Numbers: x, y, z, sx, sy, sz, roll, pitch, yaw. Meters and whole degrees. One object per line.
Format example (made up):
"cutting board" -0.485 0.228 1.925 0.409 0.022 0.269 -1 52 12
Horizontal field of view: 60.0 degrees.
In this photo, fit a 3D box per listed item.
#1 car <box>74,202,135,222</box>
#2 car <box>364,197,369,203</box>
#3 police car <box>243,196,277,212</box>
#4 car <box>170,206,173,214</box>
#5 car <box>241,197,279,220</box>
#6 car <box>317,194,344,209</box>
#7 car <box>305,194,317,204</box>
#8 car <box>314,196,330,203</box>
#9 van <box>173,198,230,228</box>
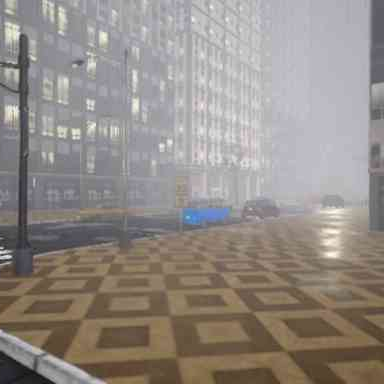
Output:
"car" -6.511 1.424 25.202 1.752 1.417 4.829 0 0 38
"car" 36.366 1.600 67.814 1.947 1.339 4.313 0 0 38
"police car" 8.208 1.362 39.918 1.930 1.638 5.238 1 0 38
"car" -0.406 1.490 32.927 1.802 1.307 4.206 0 0 38
"car" 5.840 1.404 28.122 1.967 1.590 4.097 0 0 38
"car" 19.408 1.305 45.763 2.192 1.841 5.009 0 0 38
"car" 23.339 1.274 63.799 2.192 1.841 5.009 0 0 38
"car" 26.729 1.519 68.209 2.008 1.369 4.403 0 0 38
"van" 0.881 1.299 21.491 1.690 1.788 3.998 0 0 38
